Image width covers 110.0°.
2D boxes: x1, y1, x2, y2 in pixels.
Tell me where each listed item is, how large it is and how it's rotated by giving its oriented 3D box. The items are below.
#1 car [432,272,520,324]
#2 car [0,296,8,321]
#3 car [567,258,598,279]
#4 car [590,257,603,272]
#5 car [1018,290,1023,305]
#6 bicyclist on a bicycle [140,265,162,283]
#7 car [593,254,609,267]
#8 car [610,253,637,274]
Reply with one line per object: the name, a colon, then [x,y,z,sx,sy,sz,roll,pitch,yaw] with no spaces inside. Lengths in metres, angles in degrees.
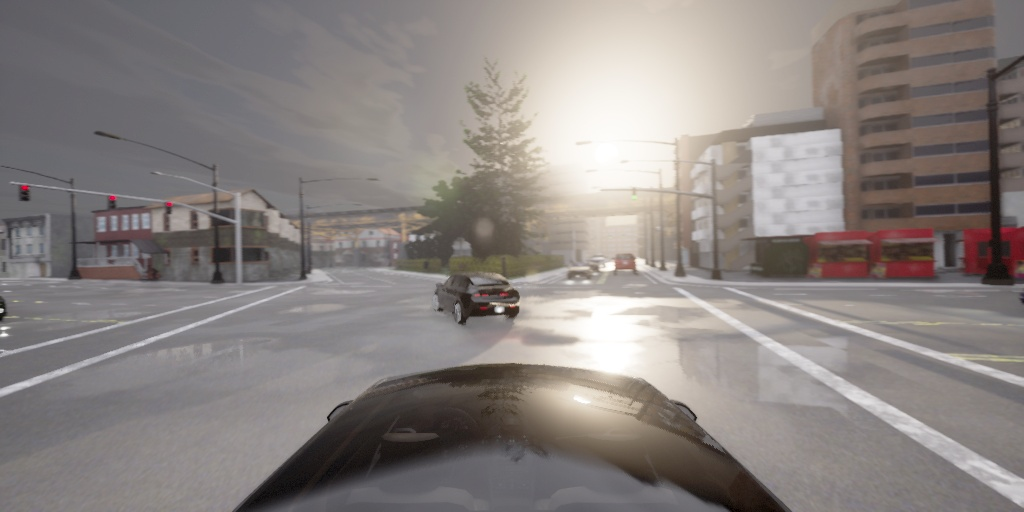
car: [-1.384,1.294,12.335,1.837,1.490,4.892,0,-1,-25]
car: [-20.709,1.588,12.764,4.553,1.767,2.097,-2,0,16]
car: [5.888,1.175,30.602,2.033,1.411,5.357,-2,0,16]
car: [9.002,1.130,41.095,1.994,1.385,4.181,-2,0,17]
car: [17.011,0.938,9.434,4.674,1.442,1.812,-1,0,16]
bicyclist on a bicycle: [-33.946,1.668,33.705,0.582,1.620,1.656,0,1,16]
car: [13.802,0.694,57.192,2.150,2.045,5.566,-2,0,17]
car: [11.226,0.720,35.706,2.150,2.045,5.566,-2,0,16]
